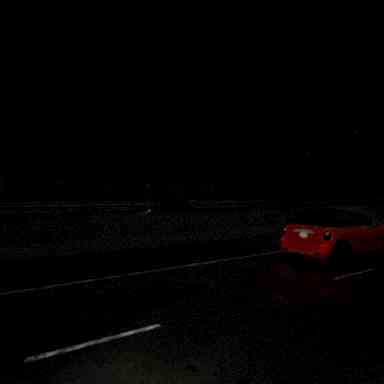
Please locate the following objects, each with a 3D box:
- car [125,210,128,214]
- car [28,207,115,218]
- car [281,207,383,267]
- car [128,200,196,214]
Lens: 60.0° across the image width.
[{"bbox_3d":[-3.066,1.643,27.538,4.718,1.301,1.895,0,0,-35],"label":"car"},{"bbox_3d":[-6.223,1.505,16.736,4.902,1.511,2.128,0,0,-35],"label":"car"},{"bbox_3d":[5.274,1.389,11.808,4.553,1.767,2.097,0,0,-36],"label":"car"},{"bbox_3d":[-1.885,1.390,24.090,4.553,1.767,2.097,0,0,-35],"label":"car"}]
